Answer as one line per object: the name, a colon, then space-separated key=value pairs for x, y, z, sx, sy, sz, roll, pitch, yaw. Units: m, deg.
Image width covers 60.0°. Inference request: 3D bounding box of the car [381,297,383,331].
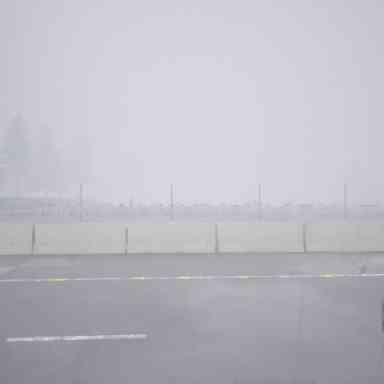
car: x=5.113 y=1.225 z=3.656 sx=5.566 sy=2.045 sz=2.150 roll=0 pitch=0 yaw=-3
